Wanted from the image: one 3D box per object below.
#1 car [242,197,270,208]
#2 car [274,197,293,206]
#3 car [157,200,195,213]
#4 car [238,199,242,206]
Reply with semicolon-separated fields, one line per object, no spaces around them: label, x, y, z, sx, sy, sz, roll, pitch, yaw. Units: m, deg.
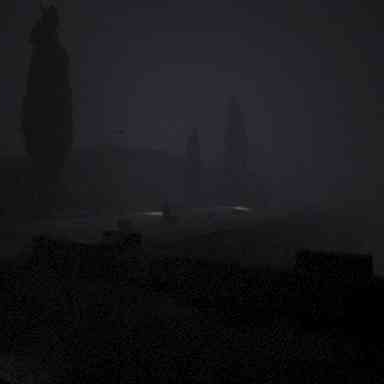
car;9.319;1.529;46.897;1.837;1.490;4.892;0;0;36
car;15.304;1.516;55.371;2.128;1.511;4.902;0;0;35
car;-1.729;1.577;38.535;2.033;1.411;5.357;0;0;36
car;9.144;1.542;53.620;1.882;1.535;5.008;0;0;35
